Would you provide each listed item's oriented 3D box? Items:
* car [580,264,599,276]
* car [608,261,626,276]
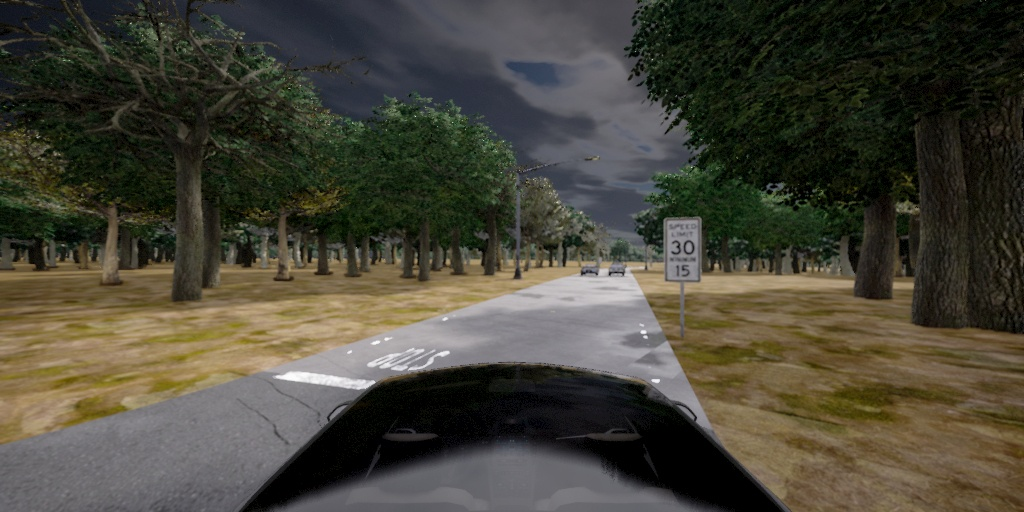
[{"bbox_3d":[9.618,1.689,44.018,1.994,1.385,4.181,0,-1,17],"label":"car"},{"bbox_3d":[12.522,1.672,42.983,2.033,1.411,5.357,0,-1,17],"label":"car"}]
